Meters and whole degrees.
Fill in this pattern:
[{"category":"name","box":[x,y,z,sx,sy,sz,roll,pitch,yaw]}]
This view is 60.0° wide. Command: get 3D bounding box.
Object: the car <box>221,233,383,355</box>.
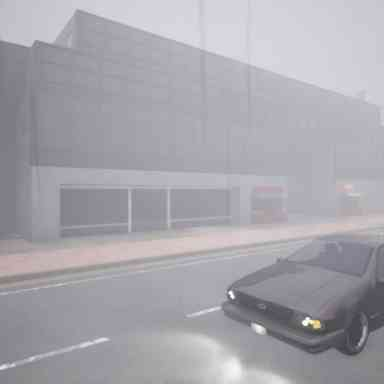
[{"category":"car","box":[3.082,1.540,6.264,5.357,1.411,2.033,0,0,-36]}]
